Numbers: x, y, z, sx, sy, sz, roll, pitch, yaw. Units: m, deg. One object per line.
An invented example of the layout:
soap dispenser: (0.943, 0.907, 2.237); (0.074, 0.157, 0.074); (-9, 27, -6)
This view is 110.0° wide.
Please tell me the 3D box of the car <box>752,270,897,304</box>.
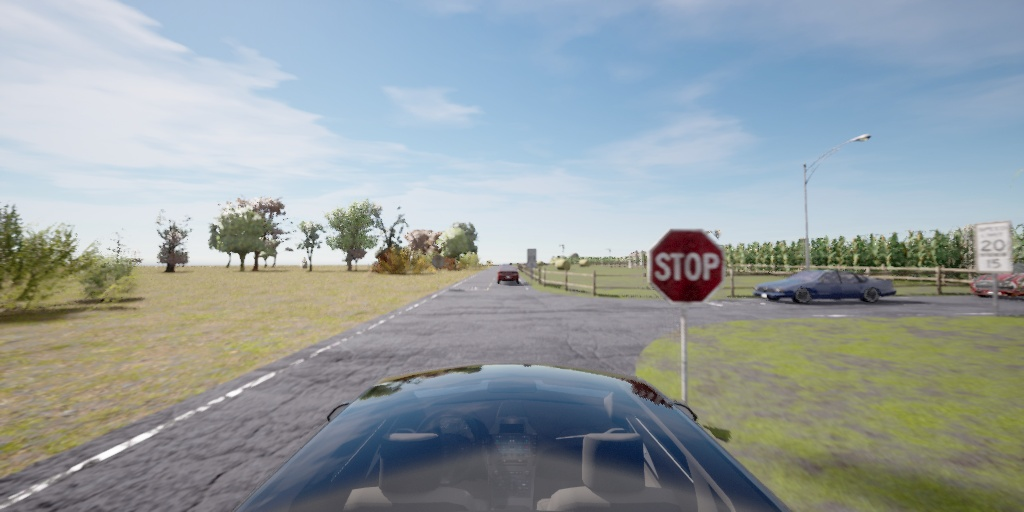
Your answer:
car: (13.939, 1.356, 16.125); (5.357, 1.411, 2.033); (-1, -2, -2)

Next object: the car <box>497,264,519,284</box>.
car: (-0.348, 1.646, 32.453); (1.882, 1.535, 5.008); (0, -1, -1)

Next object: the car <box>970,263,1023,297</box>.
car: (24.090, 1.062, 16.379); (4.553, 1.767, 2.097); (-1, -2, -1)
